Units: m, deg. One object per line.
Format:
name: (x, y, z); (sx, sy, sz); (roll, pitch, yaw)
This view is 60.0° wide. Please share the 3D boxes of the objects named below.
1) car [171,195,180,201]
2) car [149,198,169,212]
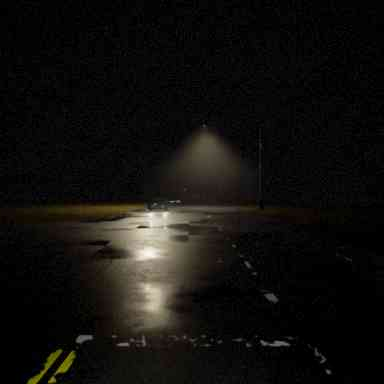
car: (-3.778, 1.296, 75.360); (2.033, 1.411, 5.357); (0, 0, 1)
car: (-3.654, 1.421, 37.198); (1.837, 1.490, 4.892); (0, 0, 0)
